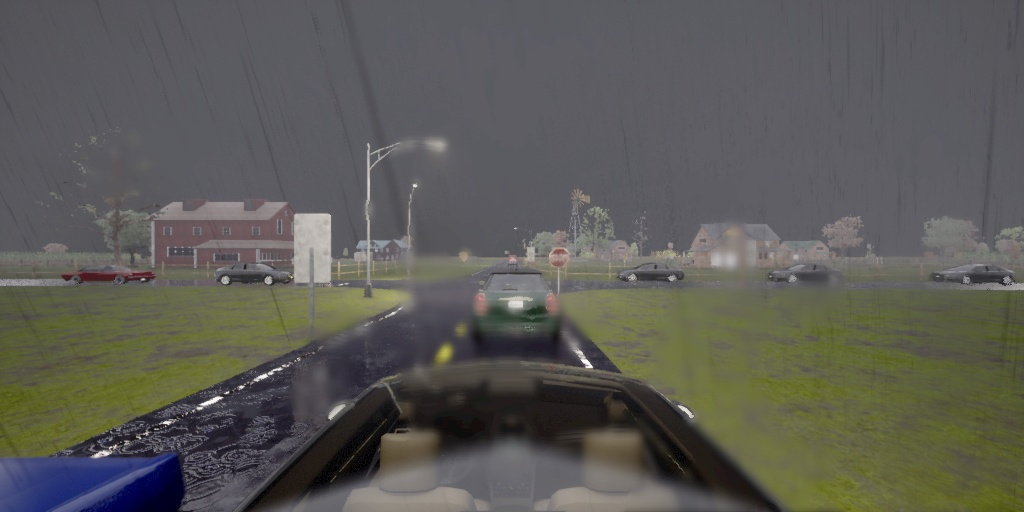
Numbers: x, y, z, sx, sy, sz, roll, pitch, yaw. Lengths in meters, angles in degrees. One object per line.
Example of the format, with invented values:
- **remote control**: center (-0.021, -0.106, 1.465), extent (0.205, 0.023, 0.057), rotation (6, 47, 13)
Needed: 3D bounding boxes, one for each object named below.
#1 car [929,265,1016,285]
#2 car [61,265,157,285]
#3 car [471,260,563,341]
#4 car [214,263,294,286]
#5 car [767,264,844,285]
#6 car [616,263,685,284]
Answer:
- **car**: center (34.355, 1.381, 26.823), extent (4.892, 1.490, 1.837), rotation (1, 0, 1)
- **car**: center (-27.357, 1.271, 24.476), extent (4.718, 1.301, 1.895), rotation (0, 0, 1)
- **car**: center (0.119, 1.101, 10.006), extent (2.097, 1.767, 4.553), rotation (0, 0, 0)
- **car**: center (-17.378, 1.202, 24.380), extent (4.892, 1.490, 1.837), rotation (0, 0, 1)
- **car**: center (21.963, 1.328, 26.951), extent (4.892, 1.490, 1.837), rotation (1, 0, 1)
- **car**: center (10.455, 1.283, 27.272), extent (4.892, 1.490, 1.837), rotation (0, 0, 4)
